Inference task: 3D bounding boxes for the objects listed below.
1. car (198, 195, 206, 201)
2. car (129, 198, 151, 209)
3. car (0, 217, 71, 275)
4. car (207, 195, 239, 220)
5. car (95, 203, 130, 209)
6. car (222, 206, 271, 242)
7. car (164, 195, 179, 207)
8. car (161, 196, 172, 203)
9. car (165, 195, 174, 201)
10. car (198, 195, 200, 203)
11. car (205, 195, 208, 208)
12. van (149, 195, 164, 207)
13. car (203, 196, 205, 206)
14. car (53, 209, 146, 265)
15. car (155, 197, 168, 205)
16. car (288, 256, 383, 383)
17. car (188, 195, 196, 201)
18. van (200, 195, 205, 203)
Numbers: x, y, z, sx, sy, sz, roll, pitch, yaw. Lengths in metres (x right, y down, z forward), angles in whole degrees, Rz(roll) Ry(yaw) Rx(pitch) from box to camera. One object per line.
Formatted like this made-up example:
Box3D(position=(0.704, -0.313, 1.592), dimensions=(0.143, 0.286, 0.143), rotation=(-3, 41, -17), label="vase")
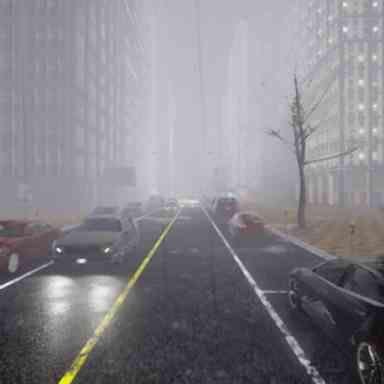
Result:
Box3D(position=(2.790, 1.573, 90.148), dimensions=(2.008, 1.369, 4.403), rotation=(0, 0, 0), label="car")
Box3D(position=(-5.651, 1.569, 33.287), dimensions=(1.947, 1.339, 4.313), rotation=(1, 0, 0), label="car")
Box3D(position=(-5.684, 1.544, 10.533), dimensions=(1.887, 1.381, 4.507), rotation=(1, 0, 0), label="car")
Box3D(position=(2.726, 1.320, 27.570), dimensions=(2.192, 1.841, 5.009), rotation=(0, 0, 0), label="car")
Box3D(position=(-5.663, 1.567, 21.909), dimensions=(1.947, 1.339, 4.313), rotation=(1, 0, 0), label="car")
Box3D(position=(2.712, 1.585, 16.192), dimensions=(1.802, 1.307, 4.206), rotation=(0, 0, 0), label="car")
Box3D(position=(-3.018, 1.555, 50.947), dimensions=(2.033, 1.411, 5.357), rotation=(0, 0, 0), label="car")
Box3D(position=(-5.609, 1.564, 73.111), dimensions=(2.008, 1.369, 4.403), rotation=(0, 0, 0), label="car")
Box3D(position=(-5.596, 1.457, 84.490), dimensions=(1.967, 1.590, 4.097), rotation=(0, 0, 0), label="car")
Box3D(position=(2.420, 1.472, 67.840), dimensions=(1.801, 1.575, 5.366), rotation=(0, 0, 0), label="car")
Box3D(position=(2.732, 1.321, 33.259), dimensions=(2.192, 1.841, 5.009), rotation=(0, 0, 0), label="car")
Box3D(position=(-5.630, 1.348, 50.355), dimensions=(1.690, 1.788, 3.998), rotation=(1, 0, 0), label="van")
Box3D(position=(2.743, 1.533, 44.807), dimensions=(1.752, 1.417, 4.829), rotation=(0, 0, 0), label="car")
Box3D(position=(-3.080, 1.548, 11.957), dimensions=(2.033, 1.411, 5.357), rotation=(0, 0, 0), label="car")
Box3D(position=(-5.621, 1.575, 61.733), dimensions=(1.947, 1.339, 4.313), rotation=(1, 0, 0), label="car")
Box3D(position=(2.766, 1.568, 4.815), dimensions=(1.947, 1.339, 4.313), rotation=(0, 0, 0), label="car")
Box3D(position=(0.088, 1.454, 84.789), dimensions=(1.812, 1.442, 4.674), rotation=(0, 0, 0), label="car")
Box3D(position=(2.756, 1.352, 56.015), dimensions=(1.690, 1.788, 3.998), rotation=(0, 0, 0), label="van")
